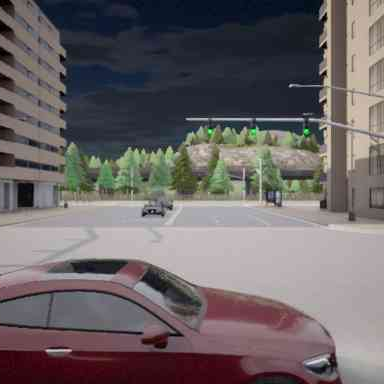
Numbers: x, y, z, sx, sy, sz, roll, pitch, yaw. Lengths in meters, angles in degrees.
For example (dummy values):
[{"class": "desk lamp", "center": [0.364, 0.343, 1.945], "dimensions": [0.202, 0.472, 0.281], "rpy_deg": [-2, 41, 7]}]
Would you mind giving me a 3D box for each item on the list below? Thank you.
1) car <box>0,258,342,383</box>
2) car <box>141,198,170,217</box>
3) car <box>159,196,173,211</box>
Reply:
[{"class": "car", "center": [-0.848, 1.525, 3.689], "dimensions": [4.674, 1.442, 1.812], "rpy_deg": [0, 0, 1]}, {"class": "car", "center": [-3.477, 1.560, 31.043], "dimensions": [1.994, 1.385, 4.181], "rpy_deg": [0, 0, 0]}, {"class": "car", "center": [-3.427, 1.347, 41.309], "dimensions": [2.097, 1.767, 4.553], "rpy_deg": [0, 0, -1]}]
